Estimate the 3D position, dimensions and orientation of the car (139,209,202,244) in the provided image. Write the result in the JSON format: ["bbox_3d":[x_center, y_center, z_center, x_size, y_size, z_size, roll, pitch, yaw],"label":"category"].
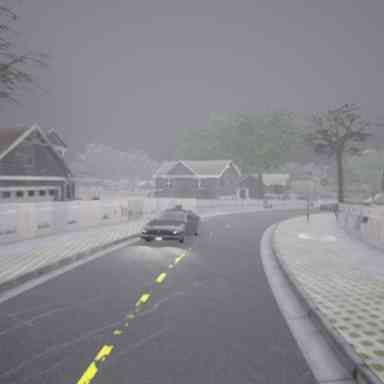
[{"bbox_3d":[-0.797,1.560,16.282,2.033,1.411,5.357,1,0,13],"label":"car"}]

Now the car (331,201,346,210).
[{"bbox_3d":[28.963,2.680,65.624,1.882,1.535,5.008,2,-1,34],"label":"car"}]

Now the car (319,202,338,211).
[{"bbox_3d":[23.200,2.498,56.923,2.033,1.411,5.357,2,-1,34],"label":"car"}]
